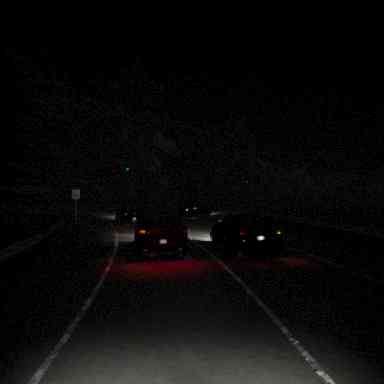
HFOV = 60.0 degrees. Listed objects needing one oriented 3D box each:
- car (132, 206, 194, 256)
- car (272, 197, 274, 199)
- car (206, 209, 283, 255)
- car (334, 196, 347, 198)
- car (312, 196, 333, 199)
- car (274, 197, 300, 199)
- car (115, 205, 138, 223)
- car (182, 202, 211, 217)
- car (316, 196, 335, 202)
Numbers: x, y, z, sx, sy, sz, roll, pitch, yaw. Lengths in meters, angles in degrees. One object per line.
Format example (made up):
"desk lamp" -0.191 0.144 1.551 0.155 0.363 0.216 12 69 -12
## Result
"car" -1.354 1.522 13.373 1.882 1.535 5.008 0 -1 -10
"car" 19.062 1.794 76.075 4.718 1.301 1.895 0 0 -20
"car" 2.107 1.602 13.708 1.994 1.385 4.181 0 0 -9
"car" 35.411 1.681 79.881 4.892 1.490 1.837 0 0 -30
"car" 25.654 1.660 67.328 4.892 1.490 1.837 0 0 -20
"car" 21.381 1.726 73.198 5.357 1.411 2.033 0 0 -20
"car" -5.030 1.697 26.769 1.895 1.301 4.718 0 0 -19
"car" 0.434 1.667 33.232 1.994 1.385 4.181 -1 0 26
"car" 33.083 1.788 82.547 4.718 1.301 1.895 0 0 -30
